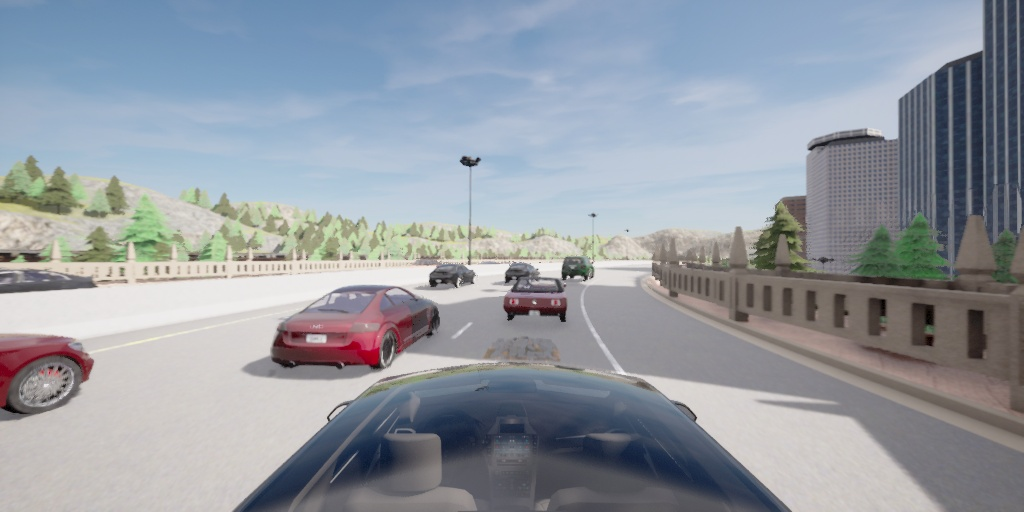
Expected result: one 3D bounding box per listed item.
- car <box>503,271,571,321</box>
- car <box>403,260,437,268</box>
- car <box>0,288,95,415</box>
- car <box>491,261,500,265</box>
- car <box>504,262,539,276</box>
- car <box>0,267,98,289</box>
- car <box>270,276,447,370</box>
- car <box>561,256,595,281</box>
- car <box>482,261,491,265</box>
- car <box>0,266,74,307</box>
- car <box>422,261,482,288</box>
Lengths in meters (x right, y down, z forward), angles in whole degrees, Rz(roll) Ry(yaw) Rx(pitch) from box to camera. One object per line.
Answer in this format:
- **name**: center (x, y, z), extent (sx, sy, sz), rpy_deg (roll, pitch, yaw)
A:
- **car**: center (0.959, 1.367, 12.529), extent (1.895, 1.301, 4.718), rpy_deg (0, 0, 8)
- **car**: center (-8.390, 1.146, 33.524), extent (2.097, 1.767, 4.553), rpy_deg (0, 0, 20)
- **car**: center (-6.765, 1.242, 2.994), extent (1.812, 1.442, 4.674), rpy_deg (0, 0, 1)
- **car**: center (-0.954, 1.552, 57.799), extent (1.895, 1.301, 4.718), rpy_deg (0, 0, 28)
- **car**: center (0.859, 1.308, 27.583), extent (1.837, 1.490, 4.892), rpy_deg (0, 0, 17)
- **car**: center (-16.891, 1.176, 11.604), extent (2.128, 1.511, 4.902), rpy_deg (0, 0, 7)
- **car**: center (-3.002, 1.304, 7.784), extent (1.994, 1.385, 4.181), rpy_deg (0, 0, 4)
- **car**: center (5.797, 1.055, 31.251), extent (2.150, 2.045, 5.566), rpy_deg (0, 0, 21)
- **car**: center (-3.904, 1.499, 59.706), extent (2.033, 1.411, 5.357), rpy_deg (0, 0, 28)
- **car**: center (-20.213, 1.178, 13.229), extent (1.837, 1.490, 4.892), rpy_deg (0, 0, 7)
- **car**: center (-3.833, 1.278, 23.907), extent (1.837, 1.490, 4.892), rpy_deg (0, 0, 14)
